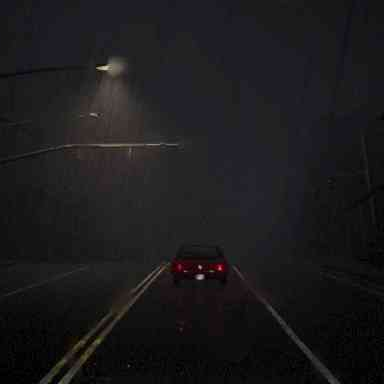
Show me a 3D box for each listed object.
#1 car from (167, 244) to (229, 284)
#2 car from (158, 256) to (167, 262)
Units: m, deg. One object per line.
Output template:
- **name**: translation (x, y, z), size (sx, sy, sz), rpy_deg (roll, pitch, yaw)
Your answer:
- **car**: translation (0.302, 2.663, 12.834), size (1.895, 1.301, 4.718), rpy_deg (0, -6, 1)
- **car**: translation (-2.738, 8.142, 38.161), size (2.128, 1.511, 4.902), rpy_deg (0, -15, 2)
